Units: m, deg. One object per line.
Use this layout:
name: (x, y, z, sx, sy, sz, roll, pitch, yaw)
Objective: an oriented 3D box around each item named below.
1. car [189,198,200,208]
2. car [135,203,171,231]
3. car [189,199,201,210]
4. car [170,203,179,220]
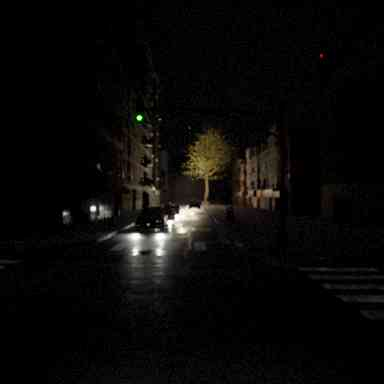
car: (0.529, 2.164, 66.457, 2.097, 1.767, 4.553, 0, -1, 0)
car: (-2.699, 1.784, 22.885, 1.837, 1.490, 4.892, 0, -1, 0)
car: (0.466, 2.164, 56.482, 1.882, 1.535, 5.008, 0, -1, 1)
car: (-2.639, 1.962, 32.858, 1.994, 1.385, 4.181, 0, -1, 0)
